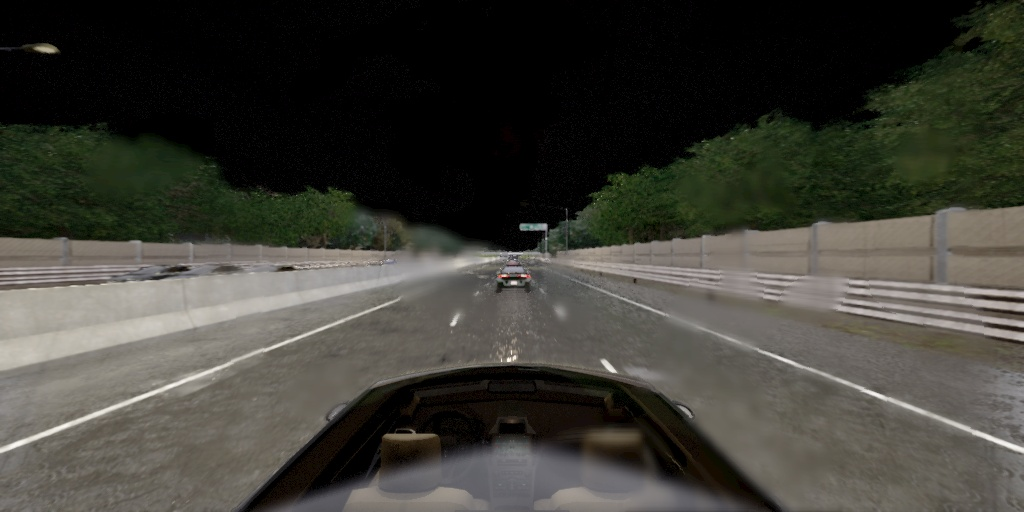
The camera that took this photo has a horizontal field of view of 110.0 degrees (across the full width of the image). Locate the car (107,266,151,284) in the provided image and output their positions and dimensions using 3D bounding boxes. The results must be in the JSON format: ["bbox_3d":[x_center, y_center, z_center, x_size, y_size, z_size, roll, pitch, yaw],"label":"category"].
[{"bbox_3d":[-21.076,1.286,21.513,1.837,1.490,4.892,0,0,0],"label":"car"}]

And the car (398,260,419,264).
[{"bbox_3d":[-17.488,1.348,62.206,2.033,1.411,5.357,0,0,0],"label":"car"}]

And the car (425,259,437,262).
[{"bbox_3d":[-13.992,1.325,62.224,1.812,1.442,4.674,0,0,0],"label":"car"}]

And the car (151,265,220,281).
[{"bbox_3d":[-17.582,1.286,20.961,1.837,1.490,4.892,0,-1,0],"label":"car"}]

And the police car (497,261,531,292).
[{"bbox_3d":[0.105,1.282,21.708,2.038,1.542,4.974,0,0,0],"label":"police car"}]

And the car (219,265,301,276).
[{"bbox_3d":[-14.083,1.285,20.965,1.837,1.490,4.892,0,-1,0],"label":"car"}]
